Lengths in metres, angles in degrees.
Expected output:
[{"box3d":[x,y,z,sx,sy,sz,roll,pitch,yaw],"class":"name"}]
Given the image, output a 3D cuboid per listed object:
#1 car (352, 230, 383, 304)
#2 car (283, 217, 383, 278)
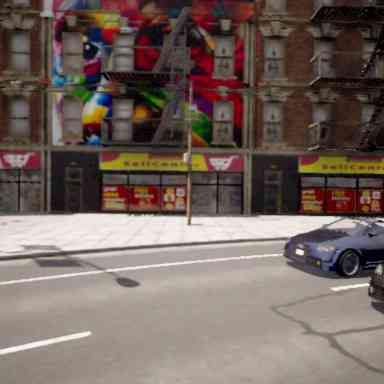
[{"box3d":[5.438,1.519,6.143,4.181,1.385,1.994,0,1,-19],"class":"car"},{"box3d":[4.792,1.448,9.588,4.181,1.385,1.994,0,1,-19],"class":"car"}]
